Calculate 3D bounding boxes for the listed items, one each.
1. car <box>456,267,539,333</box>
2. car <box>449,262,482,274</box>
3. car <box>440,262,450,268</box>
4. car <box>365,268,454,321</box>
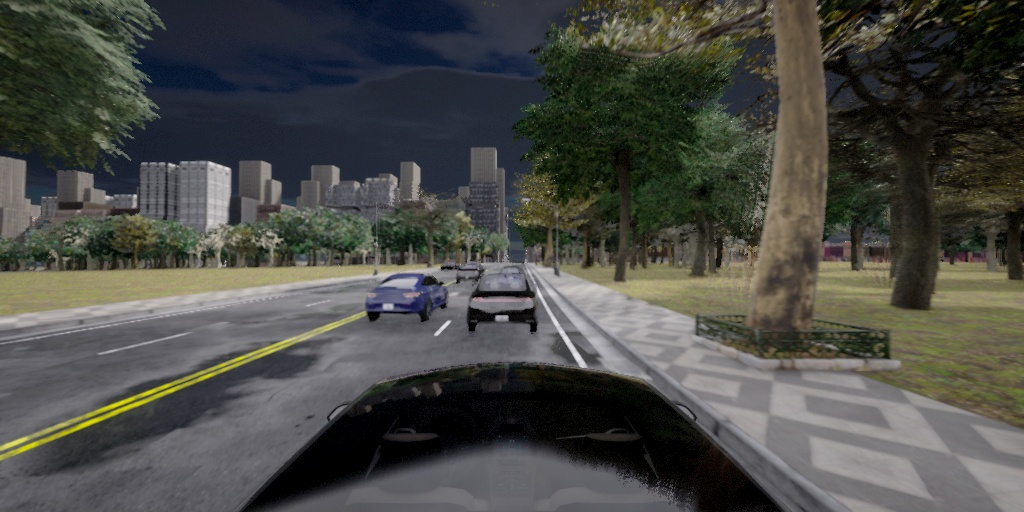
[{"bbox_3d":[-0.215,1.258,10.797,2.128,1.511,4.902,0,0,1],"label":"car"},{"bbox_3d":[-3.085,1.320,27.706,2.128,1.511,4.902,0,0,2],"label":"car"},{"bbox_3d":[-9.016,1.560,51.826,1.895,1.301,4.718,0,0,2],"label":"car"},{"bbox_3d":[-3.443,1.299,12.408,1.812,1.442,4.674,0,-1,1],"label":"car"}]
